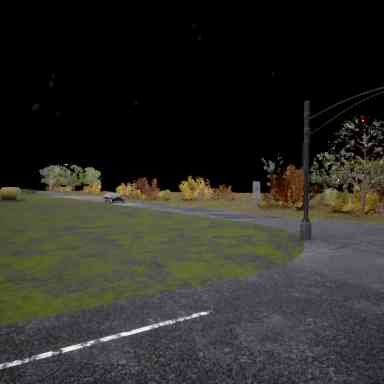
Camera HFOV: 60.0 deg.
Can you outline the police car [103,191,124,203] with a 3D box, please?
[{"bbox_3d":[-11.663,0.744,49.702,1.930,1.638,5.238,1,0,-32],"label":"police car"}]
